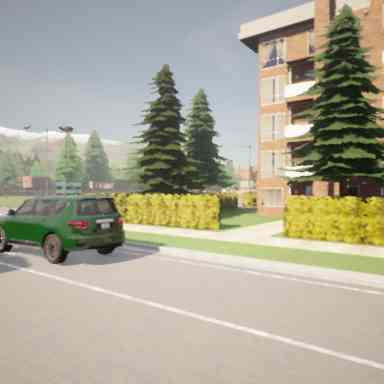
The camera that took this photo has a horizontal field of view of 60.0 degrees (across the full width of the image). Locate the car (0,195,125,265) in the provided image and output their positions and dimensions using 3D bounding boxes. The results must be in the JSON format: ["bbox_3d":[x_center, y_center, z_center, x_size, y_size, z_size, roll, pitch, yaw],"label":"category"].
[{"bbox_3d":[-4.795,1.136,11.661,5.566,2.045,2.150,0,0,36],"label":"car"}]
